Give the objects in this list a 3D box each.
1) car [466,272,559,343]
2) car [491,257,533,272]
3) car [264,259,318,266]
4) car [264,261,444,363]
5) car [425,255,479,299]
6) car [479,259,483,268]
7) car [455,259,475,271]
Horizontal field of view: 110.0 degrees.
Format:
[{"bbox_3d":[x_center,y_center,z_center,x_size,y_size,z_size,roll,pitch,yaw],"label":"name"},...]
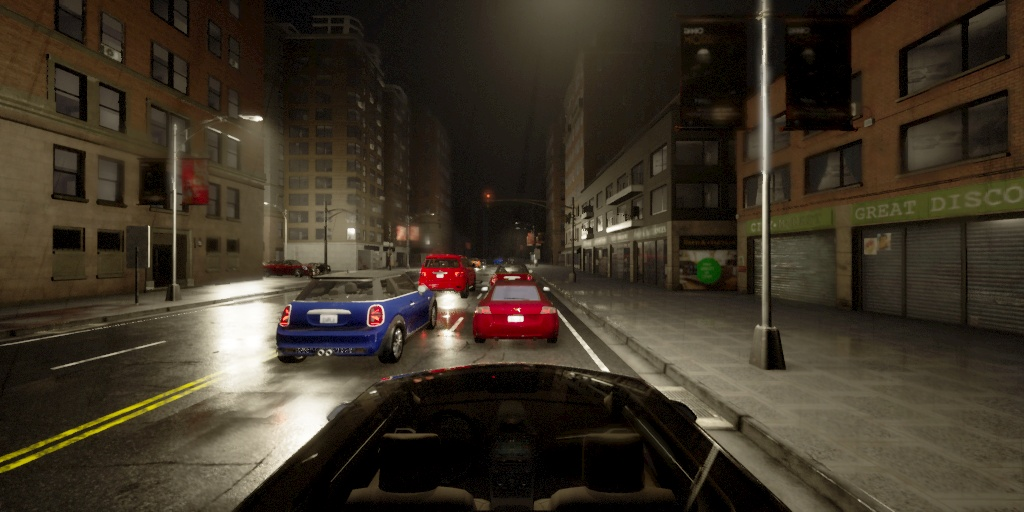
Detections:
[{"bbox_3d":[0.098,1.315,9.671,1.994,1.385,4.181,0,0,0],"label":"car"},{"bbox_3d":[0.011,1.104,18.289,2.097,1.767,4.553,0,0,0],"label":"car"},{"bbox_3d":[-20.772,1.103,33.621,4.553,1.767,2.097,0,0,2],"label":"car"},{"bbox_3d":[-3.142,1.103,8.289,2.097,1.767,4.553,0,0,0],"label":"car"},{"bbox_3d":[-3.139,0.974,18.328,2.150,2.045,5.566,0,0,0],"label":"car"},{"bbox_3d":[-6.539,1.130,60.389,2.097,1.767,4.553,0,0,0],"label":"car"},{"bbox_3d":[-6.559,1.260,50.374,2.128,1.511,4.902,0,0,0],"label":"car"}]
